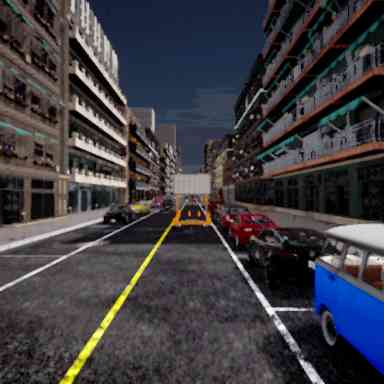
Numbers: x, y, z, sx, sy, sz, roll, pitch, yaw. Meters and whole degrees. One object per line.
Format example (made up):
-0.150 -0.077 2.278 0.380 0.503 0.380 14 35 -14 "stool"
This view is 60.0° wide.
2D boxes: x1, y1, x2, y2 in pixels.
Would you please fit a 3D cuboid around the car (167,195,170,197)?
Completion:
-5.674 1.604 60.056 2.192 1.841 5.009 0 0 0 "car"

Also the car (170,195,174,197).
-5.667 1.732 88.237 2.192 1.841 5.009 0 0 0 "car"

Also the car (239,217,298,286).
2.693 1.614 9.321 1.947 1.339 4.313 0 0 0 "car"

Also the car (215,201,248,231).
2.696 1.544 20.595 1.967 1.590 4.097 0 0 0 "car"

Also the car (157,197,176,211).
-3.080 1.718 43.698 1.837 1.490 4.892 0 0 0 "car"

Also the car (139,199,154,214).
-5.680 1.709 37.338 1.752 1.417 4.829 0 0 0 "car"

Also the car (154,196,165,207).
-5.676 1.704 54.419 1.967 1.590 4.097 0 0 0 "car"

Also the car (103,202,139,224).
-5.683 1.697 26.235 1.947 1.339 4.313 0 0 0 "car"

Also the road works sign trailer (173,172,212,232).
0.005 0.569 20.732 2.380 3.560 2.880 0 0 0 "road works sign trailer"

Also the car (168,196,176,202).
-5.667 1.882 93.872 1.967 1.590 4.097 0 0 0 "car"

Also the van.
2.693 1.361 3.686 1.690 1.788 3.998 0 0 0 "van"

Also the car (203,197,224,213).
2.702 1.500 37.504 2.192 1.841 5.009 0 0 0 "car"

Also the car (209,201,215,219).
2.698 1.682 26.230 2.008 1.369 4.403 0 0 0 "car"

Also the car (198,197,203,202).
2.712 1.943 88.400 1.752 1.417 4.829 0 0 0 "car"

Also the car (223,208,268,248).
2.695 1.621 14.957 1.887 1.381 4.507 0 0 0 "car"
